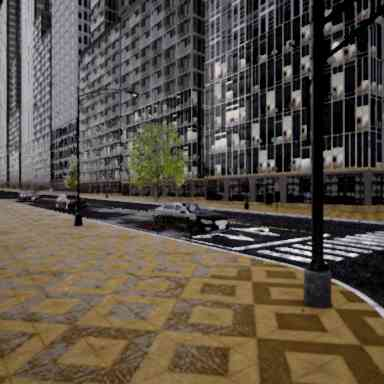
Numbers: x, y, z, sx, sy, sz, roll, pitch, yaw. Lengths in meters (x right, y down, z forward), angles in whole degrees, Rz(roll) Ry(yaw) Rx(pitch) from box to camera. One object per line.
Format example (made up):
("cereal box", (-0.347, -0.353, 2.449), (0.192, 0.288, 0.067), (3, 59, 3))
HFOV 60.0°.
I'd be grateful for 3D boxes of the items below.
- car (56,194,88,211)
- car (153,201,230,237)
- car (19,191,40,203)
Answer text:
("car", (-11.246, 0.942, 31.008), (1.837, 1.490, 4.892), (0, 1, -38))
("car", (-0.146, 1.256, 16.856), (2.128, 1.511, 4.902), (0, 1, -38))
("car", (-21.958, 0.619, 44.870), (2.128, 1.511, 4.902), (0, 1, -38))
